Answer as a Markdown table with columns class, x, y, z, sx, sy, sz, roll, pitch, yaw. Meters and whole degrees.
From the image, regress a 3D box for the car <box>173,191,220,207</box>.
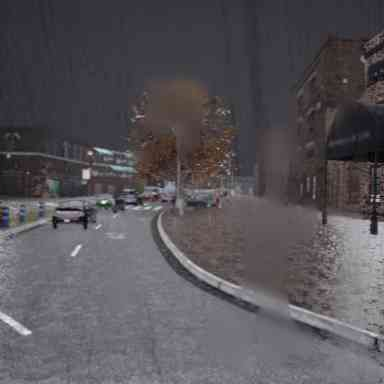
| class | x | y | z | sx | sy | sz | roll | pitch | yaw |
| --- | --- | --- | --- | --- | --- | --- | --- | --- | --- |
| car | 0.581 | 1.088 | 40.051 | 4.892 | 1.521 | 2.231 | 2 | 1 | 5 |

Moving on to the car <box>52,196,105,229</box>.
| class | x | y | z | sx | sy | sz | roll | pitch | yaw |
| --- | --- | --- | --- | --- | --- | --- | --- | --- | --- |
| car | -6.643 | 1.212 | 19.289 | 2.128 | 1.511 | 4.902 | 2 | 1 | -7 |

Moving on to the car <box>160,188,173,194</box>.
| class | x | y | z | sx | sy | sz | roll | pitch | yaw |
| --- | --- | --- | --- | --- | --- | --- | --- | --- | --- |
| car | -7.269 | -0.275 | 95.158 | 2.002 | 1.452 | 4.674 | 2 | 1 | 15 |

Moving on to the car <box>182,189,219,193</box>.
| class | x | y | z | sx | sy | sz | roll | pitch | yaw |
| --- | --- | --- | --- | --- | --- | --- | --- | --- | --- |
| car | 0.864 | 0.919 | 42.789 | 4.553 | 1.767 | 2.185 | 2 | 1 | 5 |

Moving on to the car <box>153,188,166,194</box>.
| class | x | y | z | sx | sy | sz | roll | pitch | yaw |
| --- | --- | --- | --- | --- | --- | --- | --- | --- | --- |
| car | -8.623 | -0.240 | 89.783 | 2.002 | 1.452 | 4.674 | 2 | 1 | 14 |

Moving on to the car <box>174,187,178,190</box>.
| class | x | y | z | sx | sy | sz | roll | pitch | yaw |
| --- | --- | --- | --- | --- | --- | --- | --- | --- | --- |
| car | -1.738 | 0.281 | 62.607 | 2.150 | 2.045 | 5.566 | 2 | 1 | 8 |

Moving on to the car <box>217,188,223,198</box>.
| class | x | y | z | sx | sy | sz | roll | pitch | yaw |
| --- | --- | --- | --- | --- | --- | --- | --- | --- | --- |
| car | 1.342 | 0.702 | 48.268 | 5.566 | 2.045 | 2.435 | 2 | 1 | 5 |

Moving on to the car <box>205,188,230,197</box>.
| class | x | y | z | sx | sy | sz | roll | pitch | yaw |
| --- | --- | --- | --- | --- | --- | --- | --- | --- | --- |
| car | 6.169 | 0.065 | 80.646 | 5.566 | 2.045 | 2.435 | 2 | 1 | 13 |

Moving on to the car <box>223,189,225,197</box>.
| class | x | y | z | sx | sy | sz | roll | pitch | yaw |
| --- | --- | --- | --- | --- | --- | --- | --- | --- | --- |
| car | 3.670 | 0.618 | 67.097 | 4.792 | 1.488 | 2.163 | 2 | 2 | 9 |

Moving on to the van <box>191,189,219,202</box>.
| class | x | y | z | sx | sy | sz | roll | pitch | yaw |
| --- | --- | --- | --- | --- | --- | --- | --- | --- | --- |
| van | 2.256 | 0.582 | 56.269 | 4.442 | 1.987 | 1.878 | 2 | 1 | 7 |

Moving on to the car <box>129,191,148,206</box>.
| class | x | y | z | sx | sy | sz | roll | pitch | yaw |
| --- | --- | --- | --- | --- | --- | --- | --- | --- | --- |
| car | -7.115 | 0.921 | 40.342 | 1.994 | 1.385 | 4.181 | 2 | 1 | 5 |

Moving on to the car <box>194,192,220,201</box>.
| class | x | y | z | sx | sy | sz | roll | pitch | yaw |
| --- | --- | --- | --- | --- | --- | --- | --- | --- | --- |
| car | 2.834 | 0.738 | 61.703 | 4.674 | 1.452 | 2.002 | 2 | 1 | 8 |

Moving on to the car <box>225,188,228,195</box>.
| class | x | y | z | sx | sy | sz | roll | pitch | yaw |
| --- | --- | --- | --- | --- | --- | --- | --- | --- | --- |
| car | 5.060 | 0.441 | 75.299 | 4.792 | 1.488 | 2.163 | 2 | 1 | 11 |

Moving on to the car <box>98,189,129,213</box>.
| class | x | y | z | sx | sy | sz | roll | pitch | yaw |
| --- | --- | --- | --- | --- | --- | --- | --- | --- | --- |
| car | -7.467 | 0.869 | 30.288 | 2.097 | 1.767 | 4.553 | 2 | 1 | 1 |

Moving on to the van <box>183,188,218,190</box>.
| class | x | y | z | sx | sy | sz | roll | pitch | yaw |
| --- | --- | --- | --- | --- | --- | --- | --- | --- | --- |
| van | 0.961 | 0.768 | 45.546 | 4.442 | 1.987 | 1.878 | 2 | 1 | 5 |

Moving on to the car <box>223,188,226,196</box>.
| class | x | y | z | sx | sy | sz | roll | pitch | yaw |
| --- | --- | --- | --- | --- | --- | --- | --- | --- | --- |
| car | 4.083 | 0.531 | 69.797 | 4.892 | 1.521 | 2.231 | 2 | 2 | 10 |

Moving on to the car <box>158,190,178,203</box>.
| class | x | y | z | sx | sy | sz | roll | pitch | yaw |
| --- | --- | --- | --- | --- | --- | --- | --- | --- | --- |
| car | -3.271 | 0.872 | 49.270 | 1.994 | 1.385 | 4.181 | 2 | 1 | 5 |

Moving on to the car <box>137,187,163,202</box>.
| class | x | y | z | sx | sy | sz | roll | pitch | yaw |
| --- | --- | --- | --- | --- | --- | --- | --- | --- | --- |
| car | -6.329 | 0.544 | 50.252 | 2.097 | 1.767 | 4.553 | 2 | 1 | 6 |

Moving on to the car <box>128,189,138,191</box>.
| class | x | y | z | sx | sy | sz | roll | pitch | yaw |
| --- | --- | --- | --- | --- | --- | --- | --- | --- | --- |
| car | -13.002 | 0.078 | 68.067 | 2.097 | 1.535 | 5.008 | 2 | 1 | 9 |
